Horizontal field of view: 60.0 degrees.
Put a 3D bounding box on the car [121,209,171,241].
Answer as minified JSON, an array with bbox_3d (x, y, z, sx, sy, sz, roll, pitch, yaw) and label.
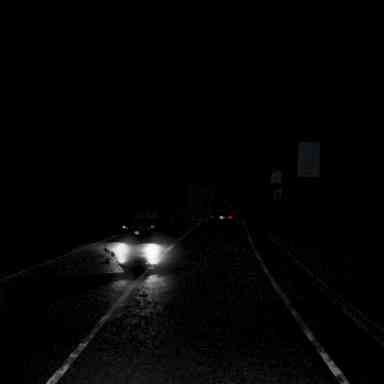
[{"bbox_3d":[-2.303,1.632,17.724,1.812,1.442,4.674,1,0,7],"label":"car"}]

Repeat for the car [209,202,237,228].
[{"bbox_3d":[2.243,1.752,24.318,2.033,1.411,5.357,1,0,7],"label":"car"}]
